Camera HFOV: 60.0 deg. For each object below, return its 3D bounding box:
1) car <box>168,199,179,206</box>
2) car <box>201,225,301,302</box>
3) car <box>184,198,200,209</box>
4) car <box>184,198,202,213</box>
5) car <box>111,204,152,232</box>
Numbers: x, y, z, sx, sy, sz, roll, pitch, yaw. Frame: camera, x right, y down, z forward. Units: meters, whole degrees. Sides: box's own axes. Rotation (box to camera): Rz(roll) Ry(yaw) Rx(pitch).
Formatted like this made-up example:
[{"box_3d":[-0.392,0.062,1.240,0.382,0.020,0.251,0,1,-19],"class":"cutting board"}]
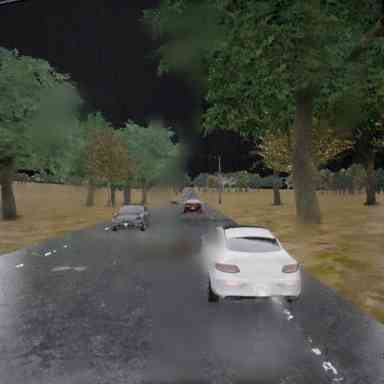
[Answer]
[{"box_3d":[-3.447,1.887,62.138,1.895,1.301,4.718,0,-1,0],"class":"car"},{"box_3d":[1.232,1.530,8.149,1.812,1.442,4.674,0,0,0],"class":"car"},{"box_3d":[0.041,1.587,46.813,2.128,1.511,4.902,0,-1,0],"class":"car"},{"box_3d":[0.114,1.507,36.750,1.882,1.535,5.008,0,0,0],"class":"car"},{"box_3d":[-3.583,1.518,20.434,1.837,1.490,4.892,0,0,0],"class":"car"}]
